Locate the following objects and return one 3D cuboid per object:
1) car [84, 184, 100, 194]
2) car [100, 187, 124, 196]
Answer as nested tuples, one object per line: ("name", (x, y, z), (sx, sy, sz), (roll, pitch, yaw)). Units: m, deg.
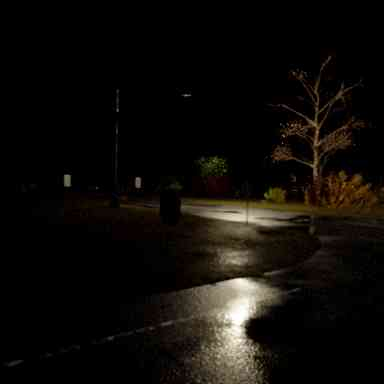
("car", (-17.792, -0.590, 59.678), (2.097, 1.767, 4.553), (1, 1, -36))
("car", (-12.235, -0.108, 51.902), (1.812, 1.442, 4.674), (1, 2, -36))
